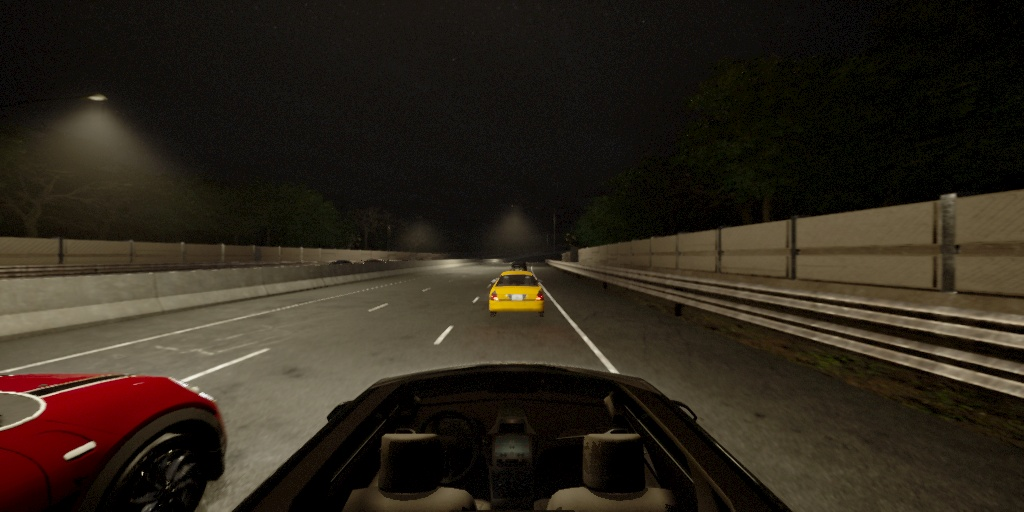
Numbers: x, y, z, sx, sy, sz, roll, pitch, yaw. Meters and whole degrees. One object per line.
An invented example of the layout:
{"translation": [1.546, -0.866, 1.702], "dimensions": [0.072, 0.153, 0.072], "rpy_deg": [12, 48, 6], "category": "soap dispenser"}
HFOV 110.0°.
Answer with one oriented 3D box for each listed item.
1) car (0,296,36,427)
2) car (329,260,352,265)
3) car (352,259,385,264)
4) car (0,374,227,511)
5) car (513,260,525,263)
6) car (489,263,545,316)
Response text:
{"translation": [-6.887, 1.252, 2.047], "dimensions": [1.837, 1.490, 4.892], "rpy_deg": [0, 0, 0], "category": "car"}
{"translation": [-23.556, 1.276, 49.510], "dimensions": [1.812, 1.442, 4.674], "rpy_deg": [0, 0, 3], "category": "car"}
{"translation": [-16.816, 1.228, 43.077], "dimensions": [1.882, 1.535, 5.008], "rpy_deg": [0, 0, 2], "category": "car"}
{"translation": [-3.387, 1.102, 1.043], "dimensions": [2.097, 1.767, 4.553], "rpy_deg": [0, 0, 0], "category": "car"}
{"translation": [0.876, 1.270, 42.921], "dimensions": [2.128, 1.511, 4.902], "rpy_deg": [0, 0, 2], "category": "car"}
{"translation": [0.181, 1.205, 13.245], "dimensions": [1.801, 1.575, 5.366], "rpy_deg": [0, 0, 1], "category": "car"}
